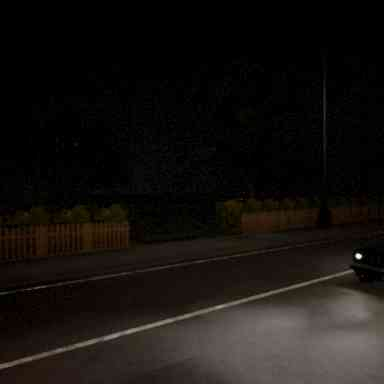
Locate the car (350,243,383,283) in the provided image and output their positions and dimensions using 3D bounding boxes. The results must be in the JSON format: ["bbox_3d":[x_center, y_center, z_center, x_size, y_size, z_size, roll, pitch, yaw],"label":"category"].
[{"bbox_3d":[5.957,1.528,8.232,4.718,1.301,1.895,-1,0,-35],"label":"car"}]

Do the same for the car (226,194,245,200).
[{"bbox_3d":[7.661,1.048,56.355,2.097,1.767,4.553,-1,0,-34],"label":"car"}]
